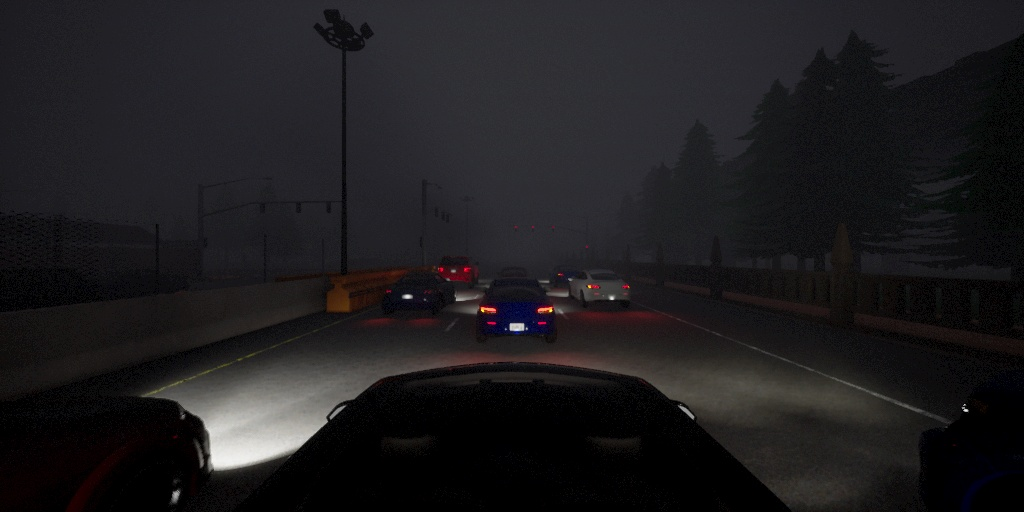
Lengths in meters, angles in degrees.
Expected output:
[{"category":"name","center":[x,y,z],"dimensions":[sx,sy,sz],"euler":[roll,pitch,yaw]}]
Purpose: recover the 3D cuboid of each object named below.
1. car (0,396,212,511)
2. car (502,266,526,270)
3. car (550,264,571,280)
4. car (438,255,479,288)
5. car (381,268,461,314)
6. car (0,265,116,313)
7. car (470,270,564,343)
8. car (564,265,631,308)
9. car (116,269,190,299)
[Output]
[{"category":"car","center":[-3.401,1.314,1.129],"dimensions":[1.994,1.385,4.181],"euler":[0,0,0]},{"category":"car","center":[0.101,1.276,19.479],"dimensions":[1.812,1.442,4.674],"euler":[0,0,0]},{"category":"car","center":[3.599,1.276,24.167],"dimensions":[1.812,1.442,4.674],"euler":[0,0,0]},{"category":"car","center":[-3.426,0.971,23.459],"dimensions":[2.150,2.045,5.566],"euler":[0,0,-1]},{"category":"car","center":[-3.407,1.314,13.792],"dimensions":[1.994,1.385,4.181],"euler":[0,0,1]},{"category":"car","center":[-14.096,1.102,9.466],"dimensions":[2.097,1.767,4.553],"euler":[0,0,0]},{"category":"car","center":[0.094,1.276,9.583],"dimensions":[1.812,1.442,4.674],"euler":[0,0,0]},{"category":"car","center":[3.592,1.276,15.209],"dimensions":[1.812,1.442,4.674],"euler":[0,0,0]},{"category":"car","center":[-17.580,1.297,16.103],"dimensions":[2.033,1.411,5.357],"euler":[0,0,0]}]
